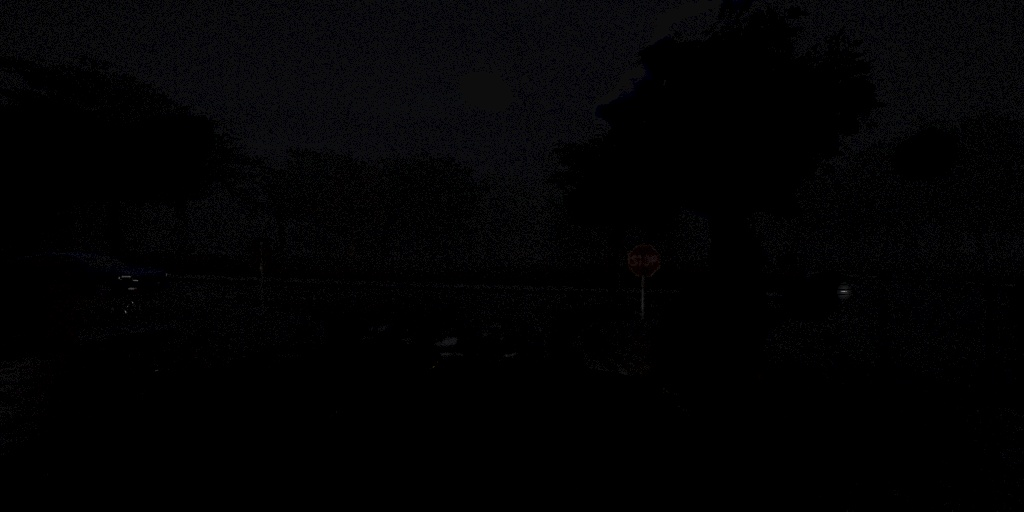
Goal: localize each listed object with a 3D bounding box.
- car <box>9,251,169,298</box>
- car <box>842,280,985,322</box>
[{"bbox_3d":[-15.516,0.610,13.051,5.008,1.535,1.882,3,1,-2],"label":"car"},{"bbox_3d":[15.827,1.699,14.209,4.674,1.442,1.812,2,1,-2],"label":"car"}]
